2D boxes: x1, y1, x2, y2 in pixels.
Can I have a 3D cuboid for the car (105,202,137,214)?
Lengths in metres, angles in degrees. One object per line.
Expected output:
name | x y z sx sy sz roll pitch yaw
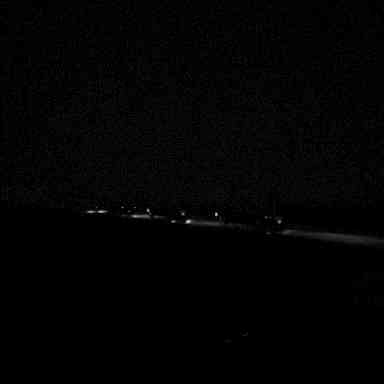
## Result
car | -7.953 1.743 37.048 1.895 1.301 4.718 1 -1 -36

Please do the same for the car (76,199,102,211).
car | -13.803 1.744 45.215 1.837 1.490 4.892 1 -1 -36

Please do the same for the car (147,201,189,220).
car | -2.151 1.544 28.995 2.128 1.511 4.902 1 -1 -36

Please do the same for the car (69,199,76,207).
car | -20.359 1.922 59.271 1.882 1.535 5.008 1 -1 -36

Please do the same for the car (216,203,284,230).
car | 3.569 1.470 21.142 2.128 1.511 4.902 1 -1 -37
